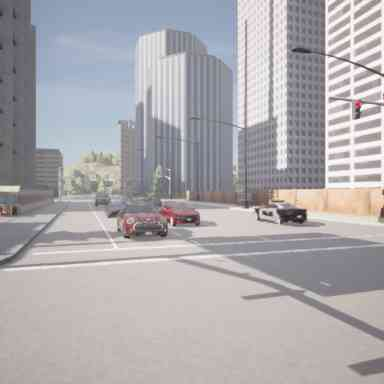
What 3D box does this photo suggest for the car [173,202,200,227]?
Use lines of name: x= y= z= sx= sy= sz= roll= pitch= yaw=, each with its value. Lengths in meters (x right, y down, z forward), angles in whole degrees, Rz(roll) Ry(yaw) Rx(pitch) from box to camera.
car: x=-0.948 y=1.478 z=23.388 sx=1.882 sy=1.535 sz=5.008 roll=0 pitch=0 yaw=-18

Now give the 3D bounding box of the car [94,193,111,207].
car: x=-13.831 y=1.215 z=51.346 sx=2.150 sy=2.045 sz=5.566 roll=0 pitch=0 yaw=-18

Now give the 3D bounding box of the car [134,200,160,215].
car: x=-4.887 y=1.601 z=35.246 sx=1.895 sy=1.301 sz=4.718 roll=0 pitch=0 yaw=-18

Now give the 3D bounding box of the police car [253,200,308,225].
police car: x=6.231 y=1.425 z=24.300 sx=1.930 sy=1.638 sz=5.238 roll=0 pitch=0 yaw=-18

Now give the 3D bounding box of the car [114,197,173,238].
car: x=-2.722 y=1.352 z=17.635 sx=2.097 sy=1.767 sz=4.553 roll=0 pitch=0 yaw=-18

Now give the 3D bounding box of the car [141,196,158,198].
car: x=-5.777 y=1.492 z=49.475 sx=2.128 sy=1.511 sz=4.902 roll=0 pitch=0 yaw=-18

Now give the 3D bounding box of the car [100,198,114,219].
car: x=-6.822 y=1.546 z=29.963 sx=2.033 sy=1.411 sz=5.357 roll=0 pitch=0 yaw=-18

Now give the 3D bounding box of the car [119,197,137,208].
car: x=-9.561 y=1.492 z=49.509 sx=2.128 sy=1.511 sz=4.902 roll=0 pitch=0 yaw=-18
